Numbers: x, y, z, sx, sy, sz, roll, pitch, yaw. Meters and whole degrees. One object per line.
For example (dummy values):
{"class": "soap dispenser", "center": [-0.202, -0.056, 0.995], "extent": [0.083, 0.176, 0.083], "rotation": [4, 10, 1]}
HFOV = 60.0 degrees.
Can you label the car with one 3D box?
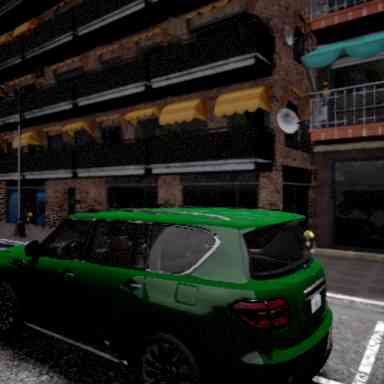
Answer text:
{"class": "car", "center": [-0.899, 1.237, 5.005], "extent": [5.566, 2.045, 2.150], "rotation": [0, 0, 36]}
